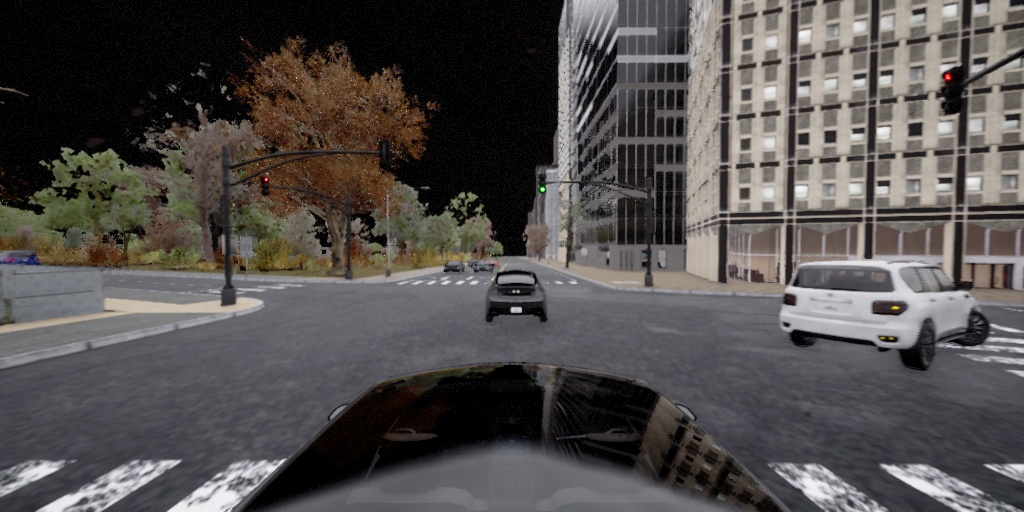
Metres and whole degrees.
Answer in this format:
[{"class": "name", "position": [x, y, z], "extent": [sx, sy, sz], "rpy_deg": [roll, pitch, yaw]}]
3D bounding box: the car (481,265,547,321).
[{"class": "car", "position": [0.138, 1.229, 12.284], "extent": [1.837, 1.490, 4.892], "rpy_deg": [0, 0, 0]}]

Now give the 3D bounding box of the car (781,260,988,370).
[{"class": "car", "position": [8.733, 1.118, 8.466], "extent": [5.566, 2.045, 2.150], "rpy_deg": [0, 0, -28]}]

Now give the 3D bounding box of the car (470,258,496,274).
[{"class": "car", "position": [-3.182, 1.238, 40.587], "extent": [1.994, 1.385, 4.181], "rpy_deg": [0, 0, 0]}]

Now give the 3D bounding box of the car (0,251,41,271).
[{"class": "car", "position": [-48.442, 0.521, 34.843], "extent": [5.566, 2.045, 2.150], "rpy_deg": [1, 2, 22]}]

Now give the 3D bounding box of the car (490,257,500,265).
[{"class": "car", "position": [-3.087, 1.003, 56.696], "extent": [2.097, 1.767, 4.553], "rpy_deg": [0, 0, 1]}]

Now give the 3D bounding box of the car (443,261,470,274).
[{"class": "car", "position": [-6.434, 1.226, 40.564], "extent": [2.033, 1.411, 5.357], "rpy_deg": [0, 0, 0]}]

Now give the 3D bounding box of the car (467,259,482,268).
[{"class": "car", "position": [-6.273, 1.215, 60.617], "extent": [1.994, 1.385, 4.181], "rpy_deg": [0, 0, 1]}]
